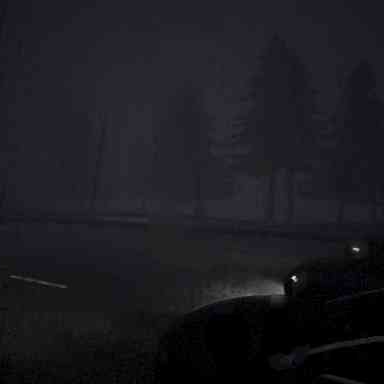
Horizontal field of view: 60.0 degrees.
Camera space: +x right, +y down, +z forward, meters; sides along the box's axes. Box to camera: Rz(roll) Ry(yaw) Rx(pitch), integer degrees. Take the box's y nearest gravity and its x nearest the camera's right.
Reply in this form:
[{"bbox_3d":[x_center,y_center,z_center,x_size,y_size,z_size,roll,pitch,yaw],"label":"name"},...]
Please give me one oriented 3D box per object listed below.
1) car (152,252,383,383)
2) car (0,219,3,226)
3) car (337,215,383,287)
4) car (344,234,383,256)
[{"bbox_3d":[1.864,1.482,2.407,4.902,1.511,2.128,0,0,35],"label":"car"},{"bbox_3d":[-12.953,1.438,18.220,5.357,1.411,2.033,0,0,21],"label":"car"},{"bbox_3d":[6.268,1.464,7.815,4.902,1.511,2.128,0,0,36],"label":"car"},{"bbox_3d":[3.673,1.543,5.389,4.181,1.385,1.994,0,0,35],"label":"car"}]
